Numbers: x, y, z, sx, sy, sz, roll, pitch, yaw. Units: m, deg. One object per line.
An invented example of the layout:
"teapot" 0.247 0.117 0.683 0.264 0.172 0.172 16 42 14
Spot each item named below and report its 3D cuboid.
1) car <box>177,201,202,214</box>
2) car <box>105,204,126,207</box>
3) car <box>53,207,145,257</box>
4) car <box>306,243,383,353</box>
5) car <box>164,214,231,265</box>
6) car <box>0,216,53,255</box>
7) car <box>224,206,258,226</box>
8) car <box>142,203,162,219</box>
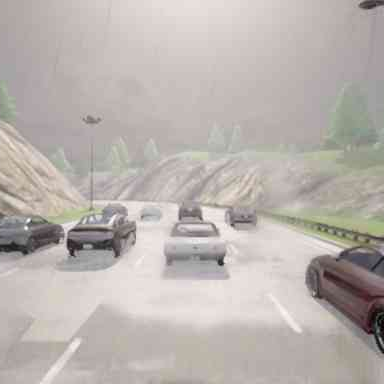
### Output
"car" -0.243 1.557 30.242 2.097 1.767 4.553 0 0 -3
"car" -7.343 1.780 31.670 1.994 1.385 4.181 0 0 -4
"car" -3.404 1.584 13.303 2.128 1.511 4.902 0 0 0
"car" 3.598 1.606 5.972 1.994 1.385 4.181 0 0 0
"car" 0.095 1.683 12.005 1.895 1.301 4.718 0 0 0
"car" -6.905 1.659 13.765 1.994 1.385 4.181 0 0 0
"car" 3.526 1.715 24.629 2.033 1.411 5.357 0 0 -1
"car" -3.858 1.743 31.985 1.812 1.442 4.674 0 0 -4
